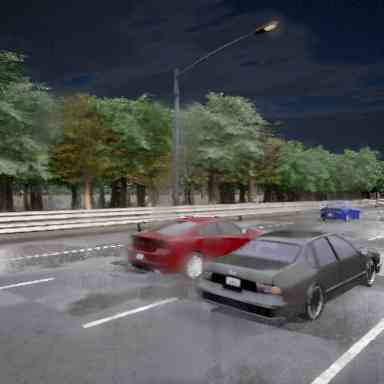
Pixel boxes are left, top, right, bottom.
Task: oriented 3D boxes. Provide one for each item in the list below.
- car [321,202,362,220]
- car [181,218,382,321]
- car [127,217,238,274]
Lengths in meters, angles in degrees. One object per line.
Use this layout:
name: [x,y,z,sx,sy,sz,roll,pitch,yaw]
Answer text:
car: [12.305,1.602,27.269,1.882,1.535,5.008,0,0,44]
car: [2.461,1.555,7.349,2.033,1.411,5.357,0,0,45]
car: [0.431,1.497,10.128,1.882,1.535,5.008,0,-1,45]
